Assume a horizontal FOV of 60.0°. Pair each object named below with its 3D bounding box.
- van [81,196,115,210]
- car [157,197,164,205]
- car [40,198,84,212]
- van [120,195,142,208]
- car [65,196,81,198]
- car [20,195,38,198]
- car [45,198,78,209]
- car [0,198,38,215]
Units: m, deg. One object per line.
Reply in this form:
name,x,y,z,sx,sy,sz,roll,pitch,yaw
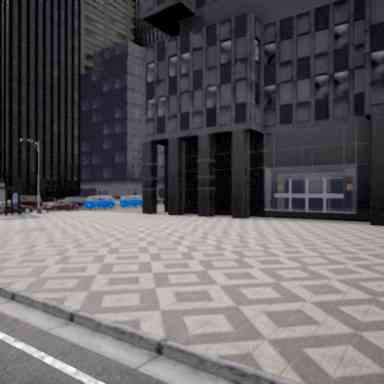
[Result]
van,-11.746,1.397,42.835,1.690,1.788,3.998,0,0,35
car,-4.824,1.531,62.503,1.882,1.535,5.008,0,0,35
car,-15.039,1.641,38.209,1.802,1.307,4.206,0,0,35
van,-8.455,1.394,47.460,1.690,1.788,3.998,0,0,35
car,-16.799,1.404,45.834,2.097,1.767,4.553,0,0,36
car,-21.985,1.367,43.150,2.192,1.841,5.009,0,0,35
car,-18.693,1.630,47.777,1.802,1.307,4.206,0,0,35
car,-18.331,1.614,33.583,2.008,1.369,4.403,0,0,35
